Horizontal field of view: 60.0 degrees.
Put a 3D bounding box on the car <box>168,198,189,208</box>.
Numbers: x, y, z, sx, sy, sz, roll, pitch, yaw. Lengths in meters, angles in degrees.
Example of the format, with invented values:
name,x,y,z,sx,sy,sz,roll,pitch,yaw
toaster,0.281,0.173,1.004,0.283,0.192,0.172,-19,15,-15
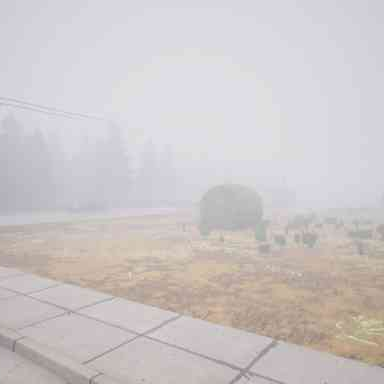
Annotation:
name,x,y,z,sx,sy,sz,roll,pitch,yaw
car,-1.636,1.589,48.380,1.994,1.385,4.181,0,0,37

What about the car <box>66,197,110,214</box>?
name,x,y,z,sx,sy,sz,roll,pitch,yaw
car,-11.119,1.378,35.565,2.097,1.767,4.553,0,0,36

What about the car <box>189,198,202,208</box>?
name,x,y,z,sx,sy,sz,roll,pitch,yaw
car,2.043,1.552,47.183,1.812,1.442,4.674,0,0,36
